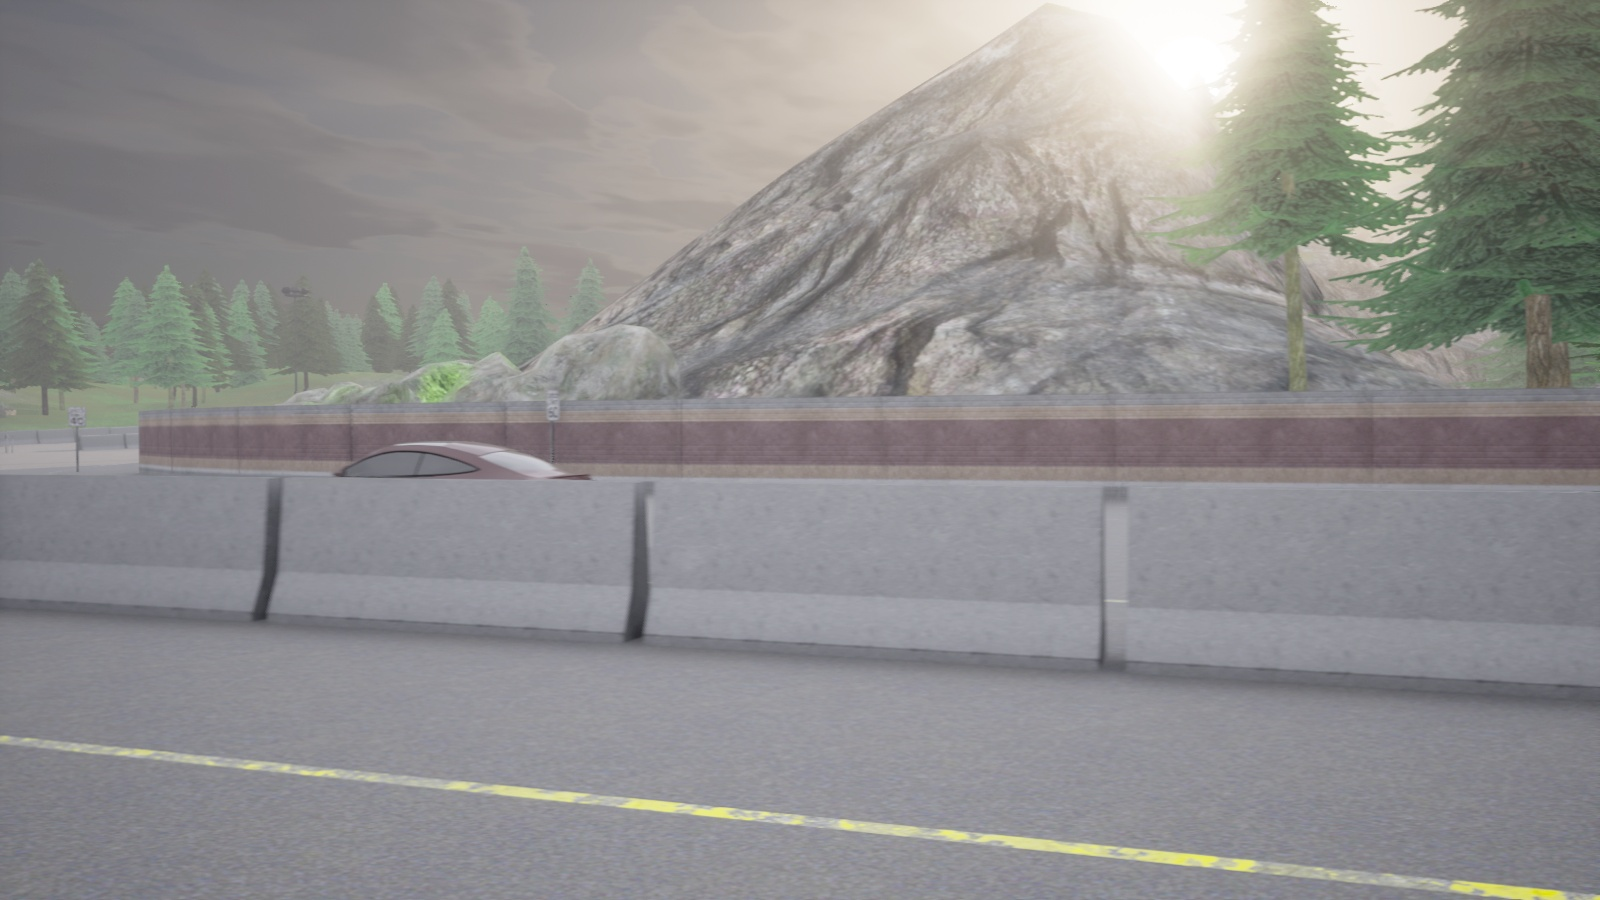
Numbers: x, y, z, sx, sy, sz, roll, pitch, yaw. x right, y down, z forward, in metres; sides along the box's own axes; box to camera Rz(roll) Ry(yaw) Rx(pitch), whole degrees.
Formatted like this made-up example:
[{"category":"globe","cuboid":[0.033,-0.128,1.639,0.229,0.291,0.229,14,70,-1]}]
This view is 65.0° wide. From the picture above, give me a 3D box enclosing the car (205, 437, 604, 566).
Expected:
[{"category":"car","cuboid":[-5.007,0.578,15.958,4.674,1.442,1.812,0,1,19]}]
